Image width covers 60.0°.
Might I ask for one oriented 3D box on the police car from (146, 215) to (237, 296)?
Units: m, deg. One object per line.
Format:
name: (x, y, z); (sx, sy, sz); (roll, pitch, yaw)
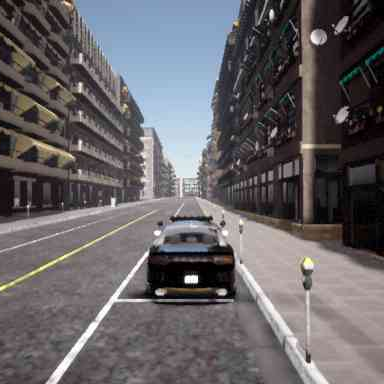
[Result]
police car: (-0.012, 1.420, 8.763); (1.930, 1.638, 5.238); (0, 0, 0)
